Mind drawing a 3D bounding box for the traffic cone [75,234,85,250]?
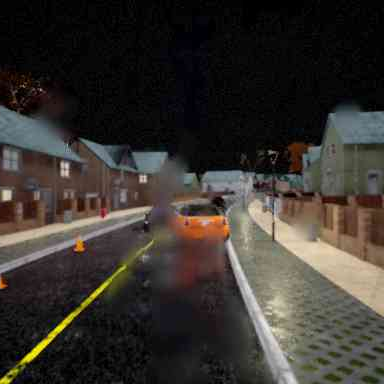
[{"bbox_3d":[-4.337,1.934,12.847,0.340,0.580,0.340,0,0,3],"label":"traffic cone"}]

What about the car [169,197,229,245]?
[{"bbox_3d":[0.278,1.323,15.759,2.097,1.767,4.553,-1,0,-8],"label":"car"}]

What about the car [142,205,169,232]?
[{"bbox_3d":[-1.677,1.496,20.126,2.033,1.411,5.357,0,0,2],"label":"car"}]

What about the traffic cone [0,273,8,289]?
[{"bbox_3d":[-4.575,1.945,7.803,0.340,0.580,0.340,0,0,2],"label":"traffic cone"}]
